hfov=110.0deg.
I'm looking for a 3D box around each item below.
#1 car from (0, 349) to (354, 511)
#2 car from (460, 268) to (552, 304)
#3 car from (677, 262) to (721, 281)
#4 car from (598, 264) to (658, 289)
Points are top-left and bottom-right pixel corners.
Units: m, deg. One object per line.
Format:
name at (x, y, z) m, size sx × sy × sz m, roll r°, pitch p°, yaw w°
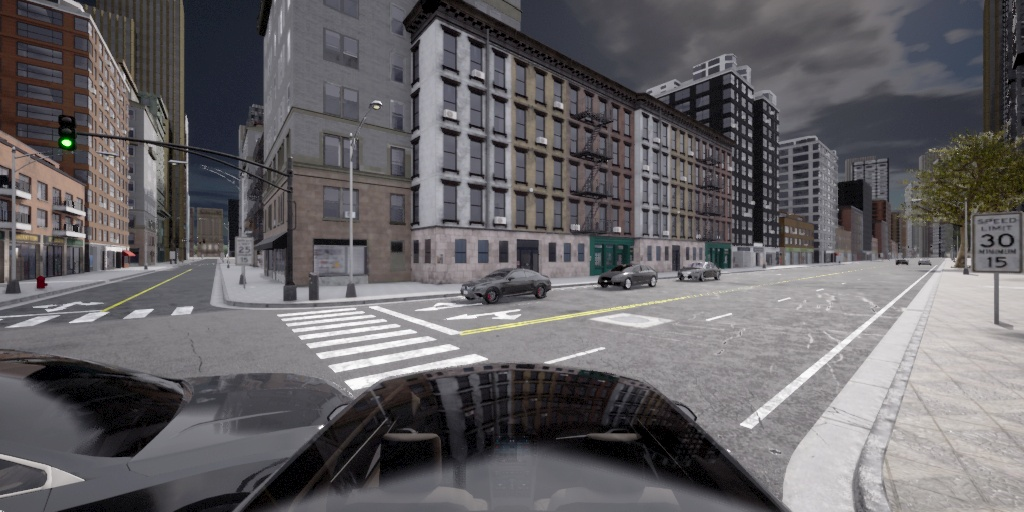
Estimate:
car at (-3.235, 1.257, 1.671) m, size 4.892 × 1.490 × 1.837 m, roll 0°, pitch 0°, yaw -35°
car at (-0.166, 1.285, 16.667) m, size 4.674 × 1.442 × 1.812 m, roll 0°, pitch 0°, yaw -39°
car at (15.438, 1.233, 29.481) m, size 4.902 × 1.511 × 2.128 m, roll 0°, pitch 0°, yaw -39°
car at (7.478, 1.256, 22.950) m, size 4.892 × 1.490 × 1.837 m, roll 0°, pitch 0°, yaw -39°
